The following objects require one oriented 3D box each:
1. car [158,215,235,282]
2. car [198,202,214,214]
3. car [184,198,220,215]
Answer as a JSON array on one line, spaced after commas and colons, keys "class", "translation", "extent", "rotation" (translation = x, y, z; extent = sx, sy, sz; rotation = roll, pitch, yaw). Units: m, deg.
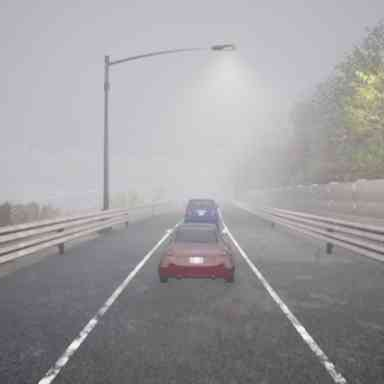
[{"class": "car", "translation": [0.148, 1.611, 9.919], "extent": [1.994, 1.385, 4.181], "rotation": [0, -1, 1]}, {"class": "car", "translation": [1.821, 1.968, 41.673], "extent": [1.895, 1.301, 4.718], "rotation": [0, -1, 4]}, {"class": "car", "translation": [0.664, 1.395, 22.213], "extent": [2.150, 2.045, 5.566], "rotation": [0, 0, 2]}]
